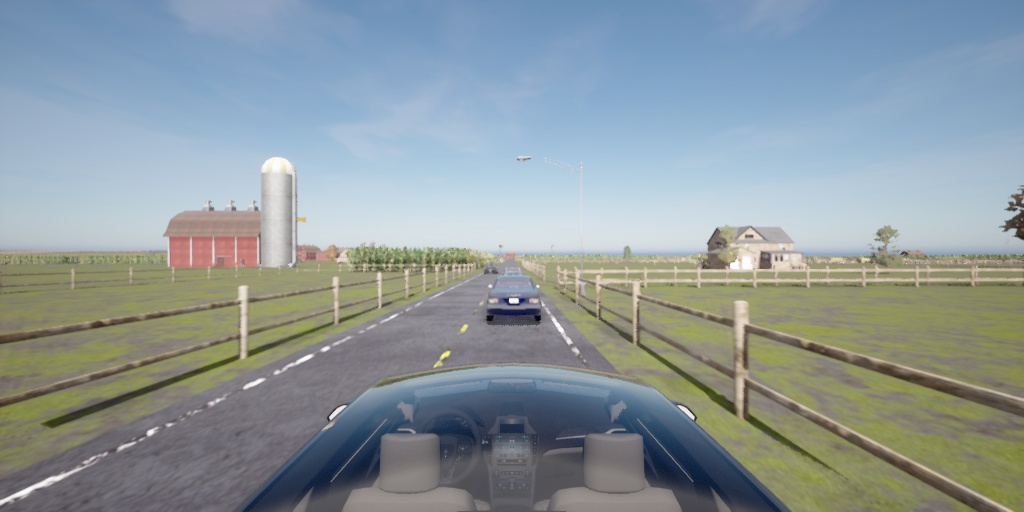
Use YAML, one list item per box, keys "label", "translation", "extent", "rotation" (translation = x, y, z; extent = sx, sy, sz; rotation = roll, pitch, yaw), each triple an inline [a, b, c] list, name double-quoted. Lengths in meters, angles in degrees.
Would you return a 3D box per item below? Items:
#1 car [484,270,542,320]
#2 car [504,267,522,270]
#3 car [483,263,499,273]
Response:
- label: "car"
  translation: [0.069, 1.408, 13.227]
  extent: [2.033, 1.411, 5.357]
  rotation: [0, -1, 0]
- label: "car"
  translation: [0.086, 1.632, 31.448]
  extent: [1.895, 1.301, 4.718]
  rotation: [0, -1, 0]
- label: "car"
  translation: [-2.830, 1.693, 48.914]
  extent: [1.837, 1.490, 4.892]
  rotation: [0, -1, 0]
